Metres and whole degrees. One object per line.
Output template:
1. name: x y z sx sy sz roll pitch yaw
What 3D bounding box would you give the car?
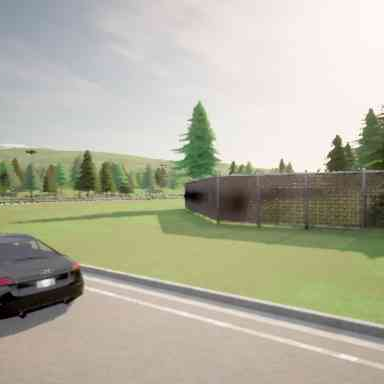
1. car: -4.185 1.560 6.976 4.181 1.385 1.994 0 0 35
